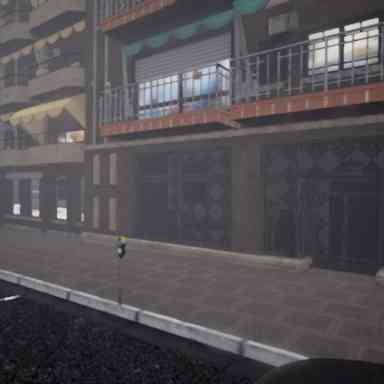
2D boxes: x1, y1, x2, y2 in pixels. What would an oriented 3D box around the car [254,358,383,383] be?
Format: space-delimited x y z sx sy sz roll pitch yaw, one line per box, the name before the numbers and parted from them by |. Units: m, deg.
car | 2.147 1.552 1.326 4.403 1.369 2.008 0 1 36
